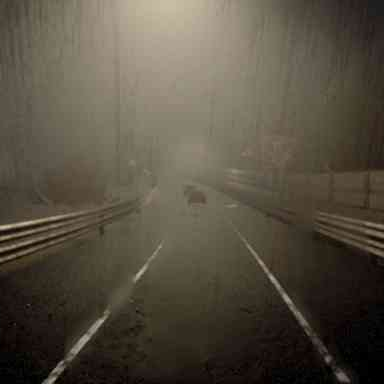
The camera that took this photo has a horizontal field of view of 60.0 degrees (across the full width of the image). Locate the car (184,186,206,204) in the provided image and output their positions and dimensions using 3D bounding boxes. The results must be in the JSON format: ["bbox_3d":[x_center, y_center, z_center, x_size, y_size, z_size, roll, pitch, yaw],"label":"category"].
[{"bbox_3d":[0.477,0.475,36.963,1.882,1.535,5.008,0,4,-3],"label":"car"}]

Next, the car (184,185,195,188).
[{"bbox_3d":[-0.200,-0.339,48.793,1.812,1.442,4.674,0,5,-4],"label":"car"}]
